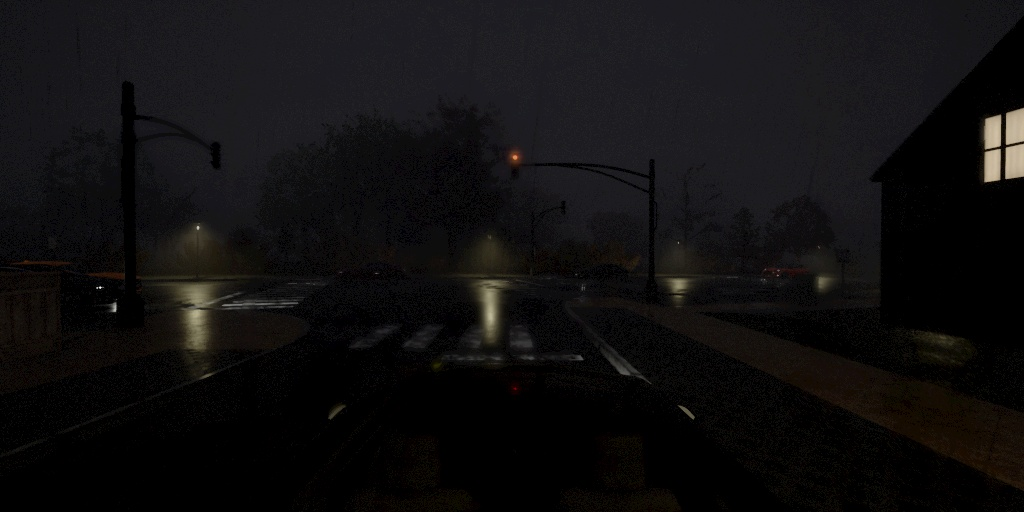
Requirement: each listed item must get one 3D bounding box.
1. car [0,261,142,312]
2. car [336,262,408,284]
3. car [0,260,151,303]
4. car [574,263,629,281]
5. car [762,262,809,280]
[{"bbox_3d":[-15.956,1.019,11.850,4.902,1.511,2.128,1,0,-22],"label":"car"},{"bbox_3d":[-9.689,1.123,24.986,4.674,1.442,1.812,1,0,-21],"label":"car"},{"bbox_3d":[-18.328,0.957,14.409,5.008,1.535,1.882,1,0,-21],"label":"car"},{"bbox_3d":[7.771,1.373,31.222,4.892,1.490,1.837,1,0,-18],"label":"car"},{"bbox_3d":[28.801,1.543,37.778,4.553,1.767,2.097,1,0,-16],"label":"car"}]
